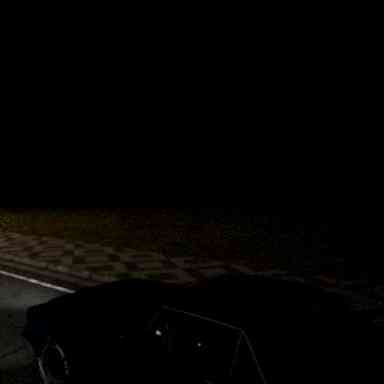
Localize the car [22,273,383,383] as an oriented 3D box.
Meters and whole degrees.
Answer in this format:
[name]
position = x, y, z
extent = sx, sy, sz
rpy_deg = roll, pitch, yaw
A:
[car]
position = 0.232, 1.601, 3.520
extent = 4.718, 1.301, 1.895
rpy_deg = 0, 0, 36
